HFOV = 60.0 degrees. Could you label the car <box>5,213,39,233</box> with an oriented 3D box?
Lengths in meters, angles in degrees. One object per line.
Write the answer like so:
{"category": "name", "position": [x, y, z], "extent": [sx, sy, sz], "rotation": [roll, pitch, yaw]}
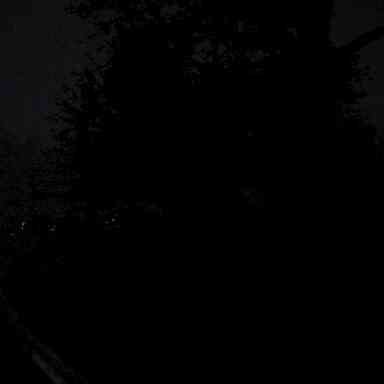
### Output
{"category": "car", "position": [-16.652, 3.229, 35.121], "extent": [2.097, 1.767, 4.553], "rotation": [-6, -3, 25]}

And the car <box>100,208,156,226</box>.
{"category": "car", "position": [-5.701, 2.198, 30.485], "extent": [2.128, 1.511, 4.902], "rotation": [-6, -3, 25]}

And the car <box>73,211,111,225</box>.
{"category": "car", "position": [-15.044, 3.919, 50.381], "extent": [5.008, 1.535, 2.097], "rotation": [-6, -3, 5]}

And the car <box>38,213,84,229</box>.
{"category": "car", "position": [-17.727, 3.905, 44.975], "extent": [5.366, 1.575, 1.946], "rotation": [-6, -3, 5]}

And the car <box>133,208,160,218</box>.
{"category": "car", "position": [-8.771, 4.068, 63.902], "extent": [4.674, 1.452, 2.002], "rotation": [-6, -3, 5]}

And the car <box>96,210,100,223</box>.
{"category": "car", "position": [-9.914, 3.184, 42.513], "extent": [1.994, 1.385, 4.181], "rotation": [-6, -3, 25]}

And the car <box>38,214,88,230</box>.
{"category": "car", "position": [-13.447, 3.152, 34.911], "extent": [1.994, 1.385, 4.181], "rotation": [-6, -3, 24]}

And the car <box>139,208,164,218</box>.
{"category": "car", "position": [-6.761, 3.516, 56.299], "extent": [1.812, 1.442, 4.674], "rotation": [-6, -3, 25]}

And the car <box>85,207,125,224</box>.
{"category": "car", "position": [-13.842, 3.688, 53.093], "extent": [5.566, 2.045, 2.435], "rotation": [-6, -3, 5]}

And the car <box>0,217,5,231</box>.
{"category": "car", "position": [-21.114, 3.831, 36.829], "extent": [5.366, 1.575, 1.946], "rotation": [-6, -3, 5]}

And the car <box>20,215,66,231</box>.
{"category": "car", "position": [-18.821, 3.909, 42.252], "extent": [4.792, 1.488, 2.163], "rotation": [-6, -3, 5]}

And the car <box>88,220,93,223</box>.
{"category": "car", "position": [-12.988, 3.474, 42.978], "extent": [1.994, 1.385, 4.181], "rotation": [-6, -3, 24]}

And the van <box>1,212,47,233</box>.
{"category": "van", "position": [-19.952, 3.629, 39.552], "extent": [4.442, 1.987, 1.878], "rotation": [-6, -3, 5]}

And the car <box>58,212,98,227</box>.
{"category": "car", "position": [-16.285, 3.904, 47.666], "extent": [4.892, 1.521, 2.231], "rotation": [-6, -3, 5]}
